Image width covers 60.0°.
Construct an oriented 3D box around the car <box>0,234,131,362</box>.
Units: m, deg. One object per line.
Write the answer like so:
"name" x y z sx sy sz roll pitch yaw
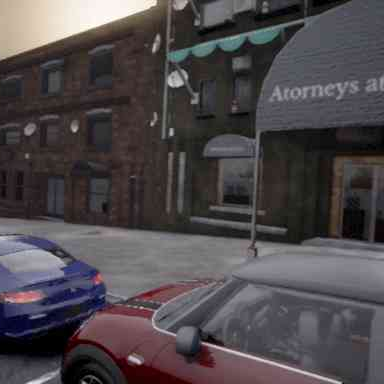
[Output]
"car" -3.529 1.513 6.050 4.674 1.452 2.002 0 0 36
